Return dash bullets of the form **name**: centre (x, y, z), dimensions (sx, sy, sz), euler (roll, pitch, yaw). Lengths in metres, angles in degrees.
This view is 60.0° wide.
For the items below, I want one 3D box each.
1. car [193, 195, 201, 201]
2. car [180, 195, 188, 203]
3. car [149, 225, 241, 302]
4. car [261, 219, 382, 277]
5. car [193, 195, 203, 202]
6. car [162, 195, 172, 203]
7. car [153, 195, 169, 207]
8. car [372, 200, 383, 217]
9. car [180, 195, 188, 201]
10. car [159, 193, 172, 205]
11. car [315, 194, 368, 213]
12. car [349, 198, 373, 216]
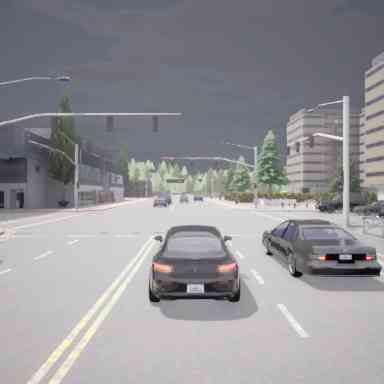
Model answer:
- **car**: centre (1.307, 1.500, 88.747), dimensions (1.837, 1.490, 4.892), euler (0, 0, -1)
- **car**: centre (-1.725, 1.543, 72.383), dimensions (2.033, 1.411, 5.357), euler (0, 0, -1)
- **car**: centre (0.036, 1.526, 8.120), dimensions (1.812, 1.442, 4.674), euler (0, 0, -1)
- **car**: centre (3.533, 1.547, 10.177), dimensions (2.033, 1.411, 5.357), euler (0, 0, 0)
- **car**: centre (1.569, 1.478, 78.609), dimensions (1.882, 1.535, 5.008), euler (0, 0, -1)
- **car**: centre (-5.216, 1.500, 70.132), dimensions (1.837, 1.490, 4.892), euler (0, 0, -1)
- **car**: centre (-4.780, 1.526, 50.346), dimensions (1.812, 1.442, 4.674), euler (0, 0, -2)
- **car**: centre (18.421, 1.564, 28.750), dimensions (4.181, 1.385, 1.994), euler (0, 0, -2)
- **car**: centre (-2.190, 1.552, 88.593), dimensions (1.994, 1.385, 4.181), euler (0, 0, -1)
- **car**: centre (-5.017, 1.221, 59.772), dimensions (2.150, 2.045, 5.566), euler (0, 0, -1)
- **car**: centre (16.286, 1.222, 35.903), dimensions (5.566, 2.045, 2.150), euler (0, 0, -2)
- **car**: centre (18.222, 1.526, 32.435), dimensions (4.674, 1.442, 1.812), euler (0, 0, -2)
